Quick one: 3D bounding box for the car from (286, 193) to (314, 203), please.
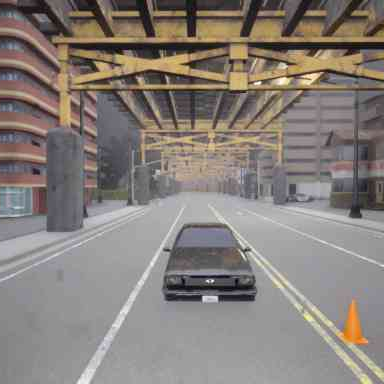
[{"bbox_3d":[17.462,1.007,54.792,4.974,1.542,2.038,0,1,-20],"label":"car"}]

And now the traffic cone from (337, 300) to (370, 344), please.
[{"bbox_3d":[2.453,1.949,5.070,0.340,0.580,0.340,0,0,0],"label":"traffic cone"}]

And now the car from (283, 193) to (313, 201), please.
[{"bbox_3d":[17.511,0.849,54.808,4.536,1.218,1.853,0,1,-20],"label":"car"}]

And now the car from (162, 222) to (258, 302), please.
[{"bbox_3d":[0.361,1.534,8.677,2.033,1.411,5.357,0,0,1],"label":"car"}]

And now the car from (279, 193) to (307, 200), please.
[{"bbox_3d":[17.857,0.803,58.925,4.536,1.218,1.853,0,1,25],"label":"car"}]

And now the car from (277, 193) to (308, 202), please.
[{"bbox_3d":[17.810,0.960,58.948,4.974,1.542,2.038,0,1,25],"label":"car"}]
